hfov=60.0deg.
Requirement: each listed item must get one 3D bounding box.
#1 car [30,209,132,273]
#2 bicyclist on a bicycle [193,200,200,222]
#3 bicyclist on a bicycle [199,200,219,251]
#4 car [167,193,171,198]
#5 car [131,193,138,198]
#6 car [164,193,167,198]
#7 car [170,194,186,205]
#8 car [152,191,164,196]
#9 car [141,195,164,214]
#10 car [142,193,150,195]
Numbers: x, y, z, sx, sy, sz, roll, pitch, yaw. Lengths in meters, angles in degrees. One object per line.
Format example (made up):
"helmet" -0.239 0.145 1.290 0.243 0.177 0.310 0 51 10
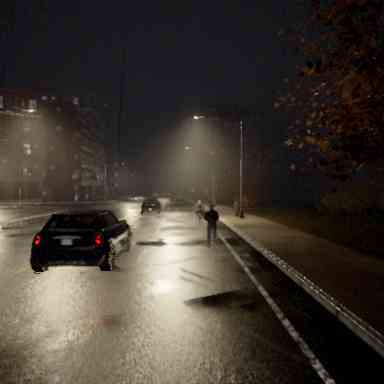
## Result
"car" -3.268 1.308 10.730 2.097 1.767 4.553 0 0 -1
"bicyclist on a bicycle" 0.504 1.332 22.793 0.866 1.612 1.509 0 0 -2
"bicyclist on a bicycle" 0.742 1.312 12.881 0.659 1.776 1.843 0 1 -1
"car" -3.668 1.202 70.408 2.033 1.411 5.357 0 0 -6
"car" -16.380 1.081 94.202 2.033 1.411 5.357 0 0 -8
"car" -6.602 1.073 94.685 1.994 1.385 4.181 0 0 -8
"car" -1.921 1.248 51.790 2.128 1.511 4.902 0 0 -4
"car" -9.776 0.759 93.910 2.150 2.045 5.566 0 0 -8
"car" -4.025 1.355 33.469 1.837 1.490 4.892 0 0 -3
"car" -13.165 1.031 94.677 1.837 1.490 4.892 0 0 -8
